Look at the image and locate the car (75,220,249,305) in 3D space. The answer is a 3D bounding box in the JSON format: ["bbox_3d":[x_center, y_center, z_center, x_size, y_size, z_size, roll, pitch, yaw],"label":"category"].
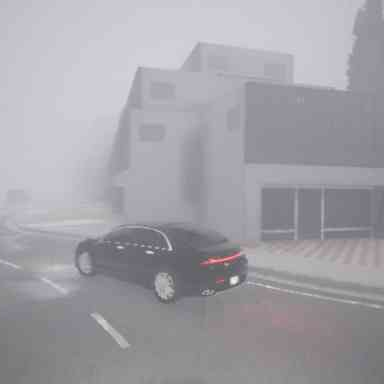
[{"bbox_3d":[-0.984,1.438,8.050,4.892,1.490,1.837,1,1,41],"label":"car"}]

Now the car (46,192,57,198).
[{"bbox_3d":[-33.897,0.645,80.289,1.994,1.385,4.181,0,0,-16],"label":"car"}]

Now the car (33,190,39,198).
[{"bbox_3d":[-34.996,0.361,71.375,2.150,2.045,5.566,0,0,-16],"label":"car"}]

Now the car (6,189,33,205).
[{"bbox_3d":[-24.071,0.652,46.159,2.150,2.045,5.566,0,0,-16],"label":"car"}]

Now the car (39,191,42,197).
[{"bbox_3d":[-37.727,0.405,80.968,1.812,1.442,4.674,0,0,-16],"label":"car"}]
